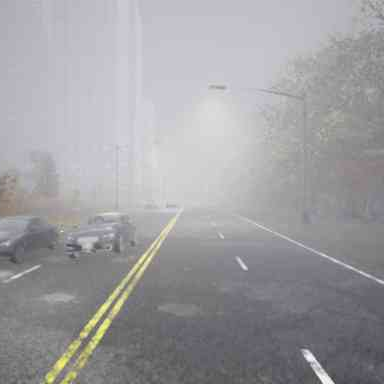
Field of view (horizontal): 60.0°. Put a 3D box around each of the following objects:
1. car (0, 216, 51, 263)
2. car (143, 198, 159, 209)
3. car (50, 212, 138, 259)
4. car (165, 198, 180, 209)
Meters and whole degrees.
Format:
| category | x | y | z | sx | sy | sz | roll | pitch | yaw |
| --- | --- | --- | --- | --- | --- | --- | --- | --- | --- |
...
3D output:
| category | x | y | z | sx | sy | sz | roll | pitch | yaw |
| --- | --- | --- | --- | --- | --- | --- | --- | --- | --- |
| car | -6.599 | 1.658 | 12.584 | 1.812 | 1.442 | 4.674 | 0 | 0 | 0 |
| car | -6.544 | 1.843 | 53.734 | 2.097 | 1.767 | 4.553 | 0 | -1 | 0 |
| car | -3.377 | 1.576 | 13.142 | 2.128 | 1.511 | 4.902 | -5 | -2 | 0 |
| car | -3.291 | 2.081 | 53.624 | 1.895 | 1.301 | 4.718 | 0 | -1 | 1 |
